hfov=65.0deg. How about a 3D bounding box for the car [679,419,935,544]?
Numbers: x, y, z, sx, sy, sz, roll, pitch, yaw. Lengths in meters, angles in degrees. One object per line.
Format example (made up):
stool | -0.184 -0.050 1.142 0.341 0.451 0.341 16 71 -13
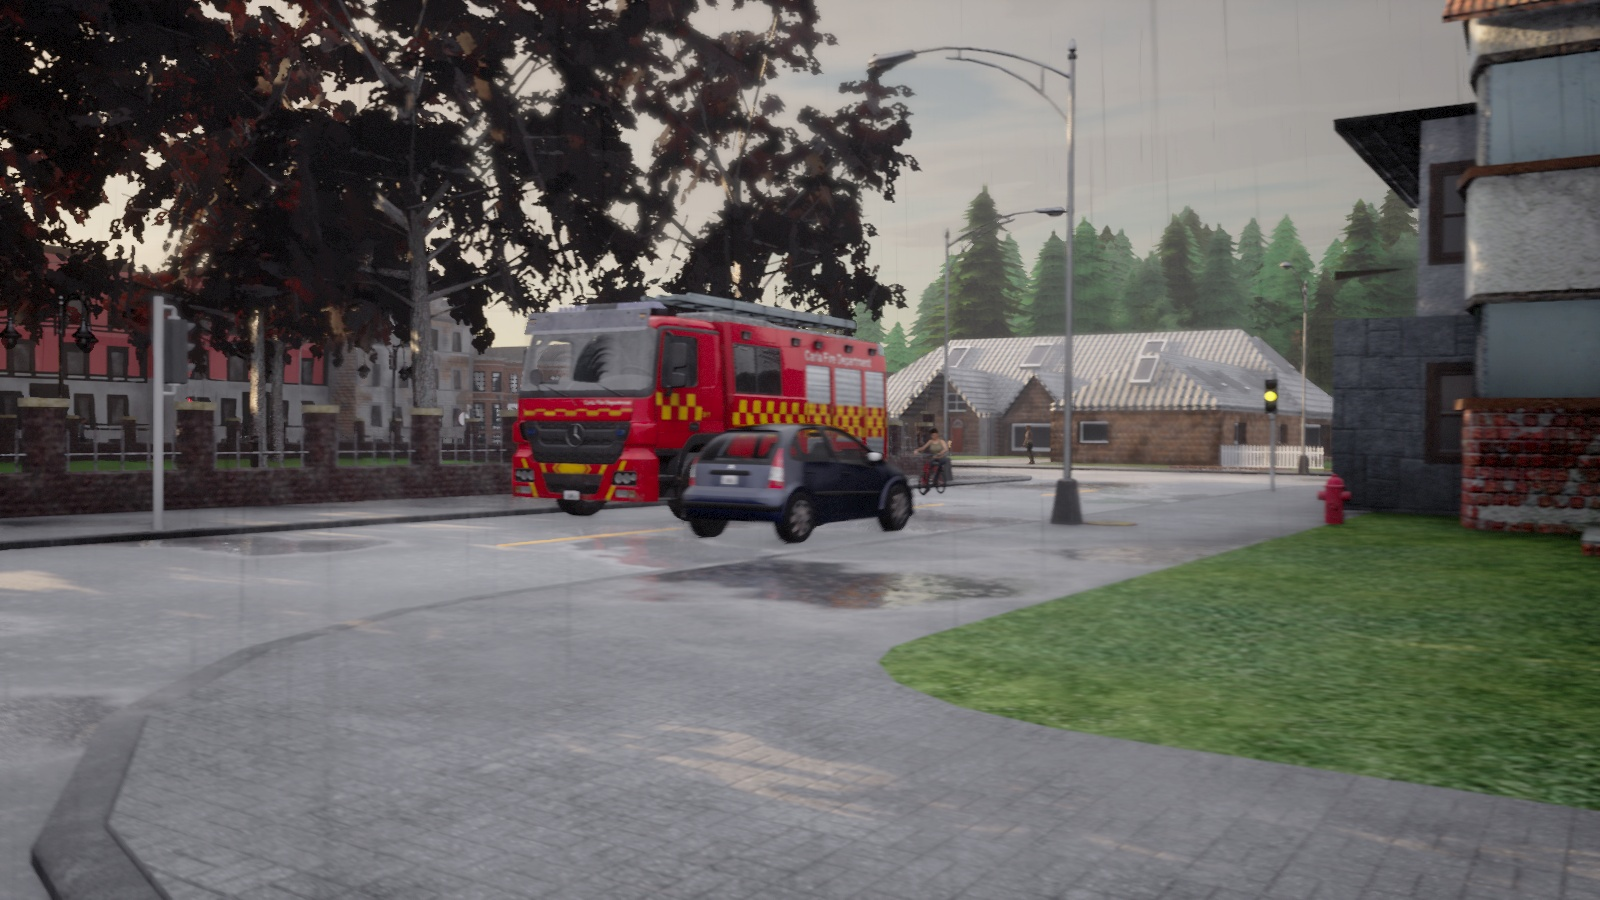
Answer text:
car | 0.217 0.377 18.387 1.851 1.617 3.988 0 1 34

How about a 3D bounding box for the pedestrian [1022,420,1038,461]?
pedestrian | 10.507 -0.438 57.395 0.634 1.846 0.331 0 1 29

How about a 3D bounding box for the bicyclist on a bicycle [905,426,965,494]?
bicyclist on a bicycle | 3.287 0.224 30.396 0.866 1.612 1.509 0 1 32

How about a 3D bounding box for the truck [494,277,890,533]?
truck | -1.525 -0.736 23.182 2.891 3.827 8.468 0 1 30
